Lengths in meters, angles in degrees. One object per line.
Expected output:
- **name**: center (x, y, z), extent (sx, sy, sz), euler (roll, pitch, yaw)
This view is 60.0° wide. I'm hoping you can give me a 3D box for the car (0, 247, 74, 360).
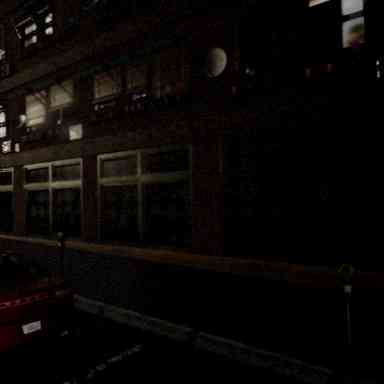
- **car**: center (-3.812, 1.564, 5.458), extent (4.507, 1.381, 1.887), euler (0, -1, 35)
